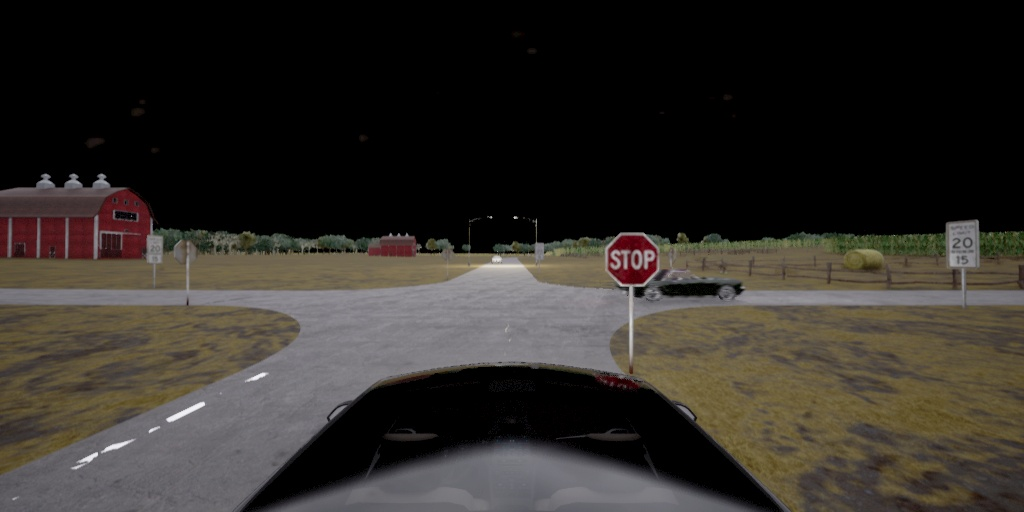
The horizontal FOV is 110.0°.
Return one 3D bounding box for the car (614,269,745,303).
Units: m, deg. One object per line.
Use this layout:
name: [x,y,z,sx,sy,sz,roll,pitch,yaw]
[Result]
car: [6.845,1.177,14.854,4.718,1.301,1.895,-1,-1,0]
